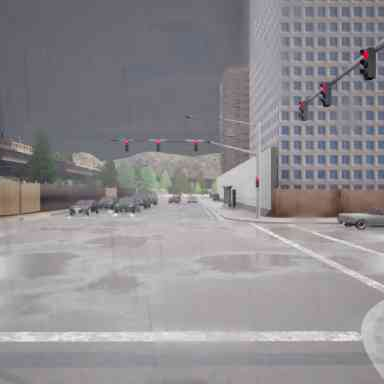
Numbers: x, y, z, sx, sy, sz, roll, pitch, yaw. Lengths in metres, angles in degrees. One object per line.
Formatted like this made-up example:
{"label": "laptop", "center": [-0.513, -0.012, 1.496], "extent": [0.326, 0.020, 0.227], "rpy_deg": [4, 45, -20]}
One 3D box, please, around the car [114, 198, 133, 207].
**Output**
{"label": "car", "center": [-10.595, 1.601, 51.881], "extent": [1.895, 1.301, 4.718], "rpy_deg": [0, 0, 0]}

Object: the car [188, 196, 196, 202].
{"label": "car", "center": [-0.010, 1.595, 74.805], "extent": [1.895, 1.301, 4.718], "rpy_deg": [0, 0, 0]}

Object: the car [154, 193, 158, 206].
{"label": "car", "center": [-7.073, 1.221, 56.904], "extent": [2.150, 2.045, 5.566], "rpy_deg": [0, 0, 0]}

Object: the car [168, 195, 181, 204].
{"label": "car", "center": [-3.510, 1.601, 64.232], "extent": [1.895, 1.301, 4.718], "rpy_deg": [0, 0, 0]}

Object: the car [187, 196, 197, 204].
{"label": "car", "center": [0.086, 1.601, 64.563], "extent": [1.895, 1.301, 4.718], "rpy_deg": [0, 0, 0]}

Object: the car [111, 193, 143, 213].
{"label": "car", "center": [-7.093, 1.352, 36.739], "extent": [2.097, 1.767, 4.553], "rpy_deg": [0, 0, 0]}

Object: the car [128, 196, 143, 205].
{"label": "car", "center": [-10.568, 1.478, 62.100], "extent": [1.882, 1.535, 5.008], "rpy_deg": [0, 0, 0]}

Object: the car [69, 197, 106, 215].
{"label": "car", "center": [-10.608, 1.492, 33.191], "extent": [2.128, 1.511, 4.902], "rpy_deg": [0, 0, 1]}

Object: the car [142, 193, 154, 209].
{"label": "car", "center": [-7.091, 1.221, 46.175], "extent": [2.150, 2.045, 5.566], "rpy_deg": [0, 0, 0]}

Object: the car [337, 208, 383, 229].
{"label": "car", "center": [11.850, 1.656, 21.142], "extent": [4.718, 1.301, 1.895], "rpy_deg": [0, 0, 0]}

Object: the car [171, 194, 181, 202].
{"label": "car", "center": [-3.511, 1.305, 74.425], "extent": [1.882, 1.535, 5.008], "rpy_deg": [0, 0, 0]}

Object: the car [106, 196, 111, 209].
{"label": "car", "center": [-10.598, 1.352, 42.087], "extent": [2.097, 1.767, 4.553], "rpy_deg": [0, 0, 0]}
